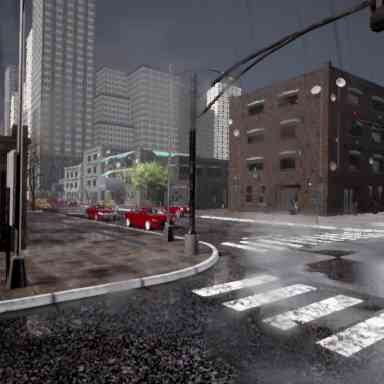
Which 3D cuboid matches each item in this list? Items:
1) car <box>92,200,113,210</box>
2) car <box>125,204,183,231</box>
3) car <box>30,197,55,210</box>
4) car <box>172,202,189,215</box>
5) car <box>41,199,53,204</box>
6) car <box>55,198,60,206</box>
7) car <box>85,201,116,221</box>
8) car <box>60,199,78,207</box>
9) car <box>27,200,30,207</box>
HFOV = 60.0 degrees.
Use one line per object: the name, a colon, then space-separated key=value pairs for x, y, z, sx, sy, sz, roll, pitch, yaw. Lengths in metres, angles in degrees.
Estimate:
car: x=-14.175 y=2.038 z=52.563 sx=1.752 sy=1.417 sz=4.829 roll=1 pitch=-1 yaw=-35
car: x=-2.774 y=1.615 z=21.298 sx=1.887 sy=1.381 sz=4.507 roll=1 pitch=-1 yaw=-35
car: x=-22.072 y=1.891 z=49.009 sx=1.752 sy=1.417 sz=4.829 roll=1 pitch=-1 yaw=-35
car: x=-1.485 y=1.761 z=34.527 sx=1.967 sy=1.590 sz=4.097 roll=1 pitch=-1 yaw=-35
car: x=-37.373 y=2.402 z=85.609 sx=1.752 sy=1.417 sz=4.829 roll=1 pitch=-1 yaw=-35
car: x=-27.761 y=2.306 z=71.867 sx=1.802 sy=1.307 sz=4.206 roll=1 pitch=-1 yaw=-35
car: x=-7.934 y=1.729 z=28.673 sx=1.802 sy=1.307 sz=4.206 roll=1 pitch=-1 yaw=-35
car: x=-24.590 y=2.114 z=67.334 sx=1.967 sy=1.590 sz=4.097 roll=1 pitch=-1 yaw=-35
car: x=-28.468 y=2.012 z=58.247 sx=1.887 sy=1.381 sz=4.507 roll=1 pitch=-1 yaw=-35
